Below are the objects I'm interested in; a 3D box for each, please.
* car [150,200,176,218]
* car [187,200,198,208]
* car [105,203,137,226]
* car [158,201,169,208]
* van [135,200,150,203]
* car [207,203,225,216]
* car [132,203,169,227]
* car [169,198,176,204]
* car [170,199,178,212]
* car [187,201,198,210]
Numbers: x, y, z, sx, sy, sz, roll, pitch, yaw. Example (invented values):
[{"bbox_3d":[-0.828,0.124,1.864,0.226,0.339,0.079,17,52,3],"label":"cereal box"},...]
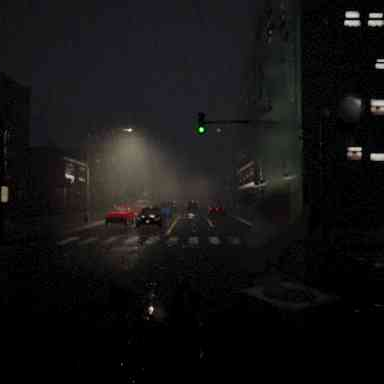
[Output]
[{"bbox_3d":[-3.051,1.931,35.507,1.882,1.535,5.008,0,-1,0],"label":"car"},{"bbox_3d":[0.066,2.377,65.037,2.033,1.411,5.357,0,-1,0],"label":"car"},{"bbox_3d":[-5.725,1.889,26.951,1.887,1.381,4.507,1,-1,0],"label":"car"},{"bbox_3d":[-5.609,2.434,66.750,1.802,1.307,4.206,1,-1,0],"label":"car"},{"bbox_3d":[-5.633,1.830,38.322,1.690,1.788,3.998,1,-1,0],"label":"van"},{"bbox_3d":[2.745,1.930,38.373,1.967,1.590,4.097,1,-1,0],"label":"car"},{"bbox_3d":[-3.064,1.830,25.449,1.837,1.490,4.892,0,-1,0],"label":"car"},{"bbox_3d":[-5.578,2.657,95.182,1.967,1.590,4.097,1,-1,0],"label":"car"},{"bbox_3d":[-3.041,2.086,45.598,1.837,1.490,4.892,0,-1,0],"label":"car"},{"bbox_3d":[0.056,2.244,54.613,2.033,1.411,5.357,0,-1,0],"label":"car"}]
